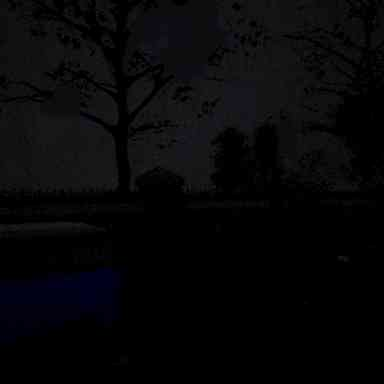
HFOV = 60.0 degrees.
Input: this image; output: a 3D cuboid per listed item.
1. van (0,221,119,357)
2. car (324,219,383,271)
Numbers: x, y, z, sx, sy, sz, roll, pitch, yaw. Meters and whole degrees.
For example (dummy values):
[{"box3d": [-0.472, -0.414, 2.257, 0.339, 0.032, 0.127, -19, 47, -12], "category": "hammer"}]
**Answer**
[{"box3d": [-2.993, 1.341, 4.425, 3.998, 1.788, 1.690, 0, 0, -35], "category": "van"}, {"box3d": [6.176, 1.579, 10.961, 4.313, 1.339, 1.947, 0, 0, -35], "category": "car"}]
